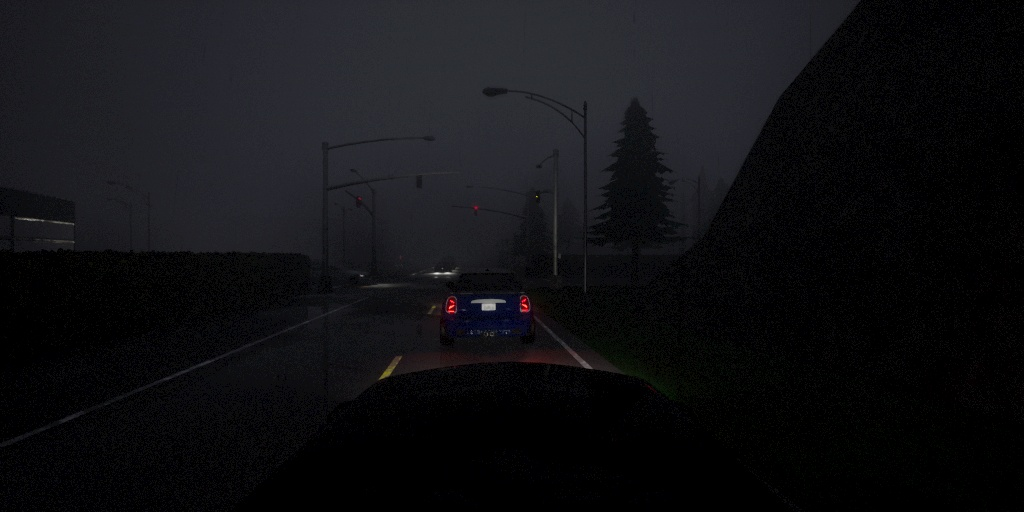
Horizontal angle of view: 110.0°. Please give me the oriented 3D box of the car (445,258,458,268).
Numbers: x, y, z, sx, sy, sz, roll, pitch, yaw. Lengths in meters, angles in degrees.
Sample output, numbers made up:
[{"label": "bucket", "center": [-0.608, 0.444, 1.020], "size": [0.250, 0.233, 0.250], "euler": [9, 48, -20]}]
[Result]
[{"label": "car", "center": [-10.813, 1.228, 64.427], "size": [1.882, 1.535, 5.008], "euler": [0, 0, -6]}]

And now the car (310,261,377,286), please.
[{"label": "car", "center": [-11.988, 1.276, 24.251], "size": [4.674, 1.442, 1.812], "euler": [0, 0, -4]}]

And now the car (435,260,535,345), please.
[{"label": "car", "center": [-0.729, 1.102, 9.727], "size": [2.097, 1.767, 4.553], "euler": [0, 0, -6]}]

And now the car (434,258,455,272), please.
[{"label": "car", "center": [-8.549, 1.314, 44.807], "size": [1.994, 1.385, 4.181], "euler": [0, 0, -7]}]

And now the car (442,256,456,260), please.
[{"label": "car", "center": [-9.650, 0.971, 54.196], "size": [2.150, 2.045, 5.566], "euler": [0, 0, -7]}]
